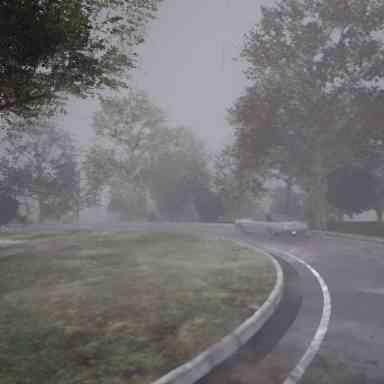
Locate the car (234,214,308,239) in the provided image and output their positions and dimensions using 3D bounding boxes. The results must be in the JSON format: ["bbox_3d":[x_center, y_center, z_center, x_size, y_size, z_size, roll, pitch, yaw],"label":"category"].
[{"bbox_3d":[4.501,1.946,19.867,1.895,1.301,4.718,0,-1,-26],"label":"car"}]
